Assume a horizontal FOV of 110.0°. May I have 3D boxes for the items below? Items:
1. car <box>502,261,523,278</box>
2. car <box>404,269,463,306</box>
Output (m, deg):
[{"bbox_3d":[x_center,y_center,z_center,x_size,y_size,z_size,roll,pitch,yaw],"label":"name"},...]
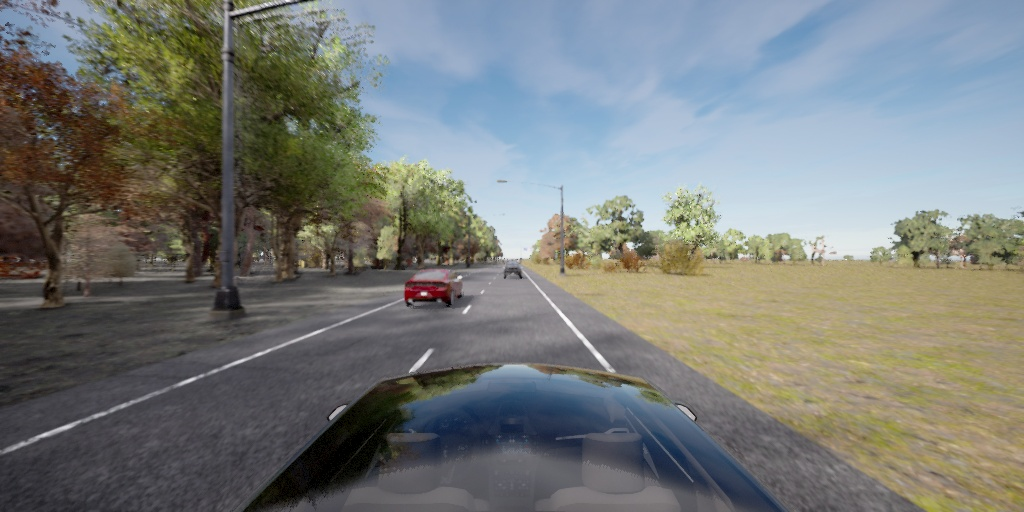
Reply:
[{"bbox_3d":[0.098,1.484,37.197,1.837,1.490,4.892,0,0,0],"label":"car"},{"bbox_3d":[-3.402,1.326,16.357,1.882,1.535,5.008,0,0,0],"label":"car"}]
